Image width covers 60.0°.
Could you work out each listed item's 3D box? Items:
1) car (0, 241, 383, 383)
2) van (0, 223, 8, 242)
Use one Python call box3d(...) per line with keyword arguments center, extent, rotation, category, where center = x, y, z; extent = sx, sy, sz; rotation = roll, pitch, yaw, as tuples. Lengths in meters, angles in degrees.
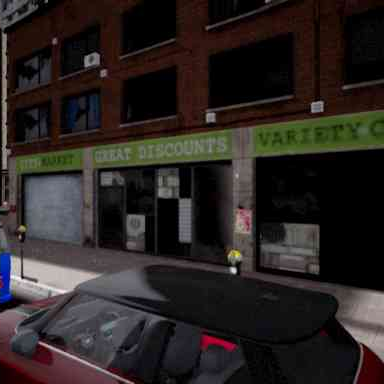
box3d(center=(-0.490, 1.438, 3.075), extent=(4.097, 1.590, 1.967), rotation=(0, 0, 35), category="car")
box3d(center=(-5.123, 1.334, 6.379), extent=(3.998, 1.788, 1.690), rotation=(0, 0, 35), category="van")
